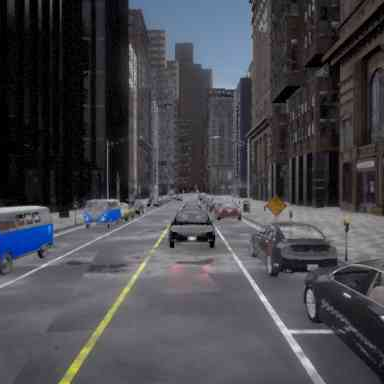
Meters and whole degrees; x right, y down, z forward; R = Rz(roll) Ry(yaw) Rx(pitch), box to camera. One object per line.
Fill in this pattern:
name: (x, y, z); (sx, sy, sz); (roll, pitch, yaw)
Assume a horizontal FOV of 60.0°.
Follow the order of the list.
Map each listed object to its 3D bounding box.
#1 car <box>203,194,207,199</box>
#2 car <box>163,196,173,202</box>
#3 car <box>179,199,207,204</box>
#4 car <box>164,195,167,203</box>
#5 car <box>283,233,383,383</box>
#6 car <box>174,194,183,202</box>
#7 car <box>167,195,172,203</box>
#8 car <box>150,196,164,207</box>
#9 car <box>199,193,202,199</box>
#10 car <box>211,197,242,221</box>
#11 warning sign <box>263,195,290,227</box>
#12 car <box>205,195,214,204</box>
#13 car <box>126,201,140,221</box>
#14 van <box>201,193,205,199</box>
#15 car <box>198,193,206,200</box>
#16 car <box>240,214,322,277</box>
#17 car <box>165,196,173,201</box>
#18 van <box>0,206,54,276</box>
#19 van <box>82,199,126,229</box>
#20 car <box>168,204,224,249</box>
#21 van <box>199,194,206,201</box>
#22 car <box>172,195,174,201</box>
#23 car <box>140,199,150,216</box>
car: (2.852, 1.438, 43.931); (1.967, 1.590, 4.097); (0, 0, 0)
car: (-5.672, 1.554, 77.819); (2.008, 1.369, 4.403); (0, 0, 0)
car: (0.000, 1.570, 29.651); (1.994, 1.385, 4.181); (0, 0, 0)
car: (-5.672, 1.544, 55.224); (1.887, 1.381, 4.507); (0, 0, 0)
car: (2.853, 1.550, 4.391); (2.008, 1.369, 4.403); (0, 0, 0)
car: (-3.000, 1.510, 75.928); (2.033, 1.411, 5.357); (0, 0, 0)
car: (-5.672, 1.552, 66.522); (2.008, 1.369, 4.403); (0, 0, 0)
car: (-5.672, 1.564, 49.575); (1.947, 1.339, 4.313); (0, 0, 0)
car: (2.852, 1.440, 60.877); (1.967, 1.590, 4.097); (0, 0, 0)
car: (2.852, 1.437, 26.986); (1.967, 1.590, 4.097); (0, 0, 0)
warning sign: (5.074, 1.112, 20.040); (1.300, 1.860, 1.060); (0, 0, 0)
car: (2.852, 1.437, 38.283); (1.967, 1.590, 4.097); (0, 0, 0)
car: (-5.672, 1.522, 26.810); (1.752, 1.417, 4.829); (0, 0, 0)
van: (2.851, 1.340, 55.228); (1.690, 1.788, 3.998); (0, 0, 0)
car: (2.852, 1.322, 94.769); (2.192, 1.841, 5.009); (0, 0, 0)
car: (2.853, 1.549, 10.041); (2.008, 1.369, 4.403); (0, 0, 0)
car: (-5.672, 1.587, 83.468); (1.802, 1.307, 4.206); (0, 0, 0)
van: (-5.674, 1.339, 10.034); (1.690, 1.788, 3.998); (0, 0, 0)
van: (-5.673, 1.338, 21.331); (1.690, 1.788, 3.998); (0, 0, 0)
car: (0.000, 1.494, 14.651); (2.128, 1.511, 4.902); (0, 0, 0)
van: (2.851, 1.347, 89.120); (1.690, 1.788, 3.998); (0, 0, 0)
car: (-5.673, 1.442, 72.171); (1.967, 1.590, 4.097); (0, 0, 0)
car: (-5.672, 1.563, 32.629); (1.947, 1.339, 4.313); (0, 0, 0)
